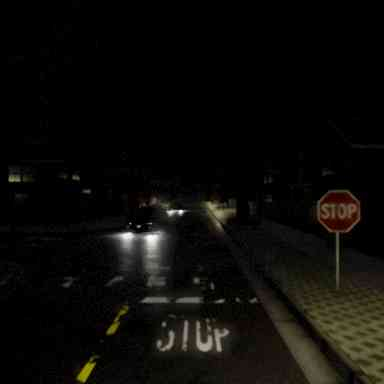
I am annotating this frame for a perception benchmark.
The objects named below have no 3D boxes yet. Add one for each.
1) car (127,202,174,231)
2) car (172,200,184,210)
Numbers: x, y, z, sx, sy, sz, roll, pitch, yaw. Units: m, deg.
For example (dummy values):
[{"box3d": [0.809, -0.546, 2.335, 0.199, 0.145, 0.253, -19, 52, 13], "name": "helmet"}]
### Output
[{"box3d": [-2.803, 1.727, 22.085, 1.837, 1.490, 4.892, 0, 2, 9], "name": "car"}, {"box3d": [-2.175, 1.852, 47.431, 1.994, 1.385, 4.181, 0, 0, 1], "name": "car"}]
